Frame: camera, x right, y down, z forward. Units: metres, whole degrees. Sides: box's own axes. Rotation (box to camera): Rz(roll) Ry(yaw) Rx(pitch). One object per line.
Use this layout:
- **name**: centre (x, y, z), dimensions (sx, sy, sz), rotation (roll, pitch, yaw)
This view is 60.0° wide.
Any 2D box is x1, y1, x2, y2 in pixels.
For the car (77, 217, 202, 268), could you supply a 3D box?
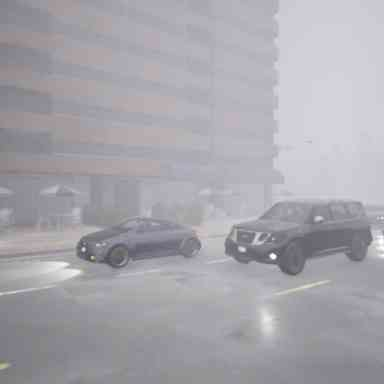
- **car**: centre (-1.704, 1.585, 11.369), dimensions (4.181, 1.385, 1.994), rotation (0, 0, -36)

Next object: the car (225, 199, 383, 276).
- **car**: centre (3.672, 1.261, 10.891), dimensions (5.566, 2.045, 2.150), rotation (0, 0, -35)

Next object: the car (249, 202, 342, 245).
- **car**: centre (5.185, 1.411, 16.432), dimensions (4.553, 1.767, 2.097), rotation (0, 0, -37)
